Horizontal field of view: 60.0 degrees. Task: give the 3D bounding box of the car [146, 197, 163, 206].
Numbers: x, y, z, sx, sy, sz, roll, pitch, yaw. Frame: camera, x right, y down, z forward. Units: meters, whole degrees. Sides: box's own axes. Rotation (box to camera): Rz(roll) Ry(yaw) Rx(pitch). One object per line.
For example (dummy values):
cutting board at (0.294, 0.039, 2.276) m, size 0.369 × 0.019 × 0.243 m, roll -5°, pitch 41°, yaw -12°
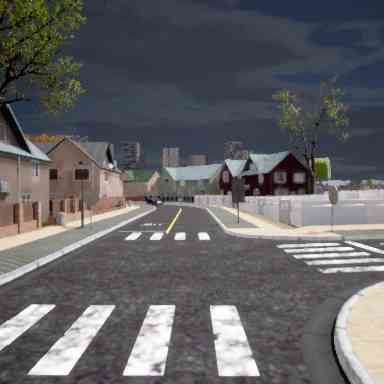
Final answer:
car at (-6.548, 1.626, 57.946) m, size 2.128 × 1.511 × 4.902 m, roll 0°, pitch 0°, yaw -24°
